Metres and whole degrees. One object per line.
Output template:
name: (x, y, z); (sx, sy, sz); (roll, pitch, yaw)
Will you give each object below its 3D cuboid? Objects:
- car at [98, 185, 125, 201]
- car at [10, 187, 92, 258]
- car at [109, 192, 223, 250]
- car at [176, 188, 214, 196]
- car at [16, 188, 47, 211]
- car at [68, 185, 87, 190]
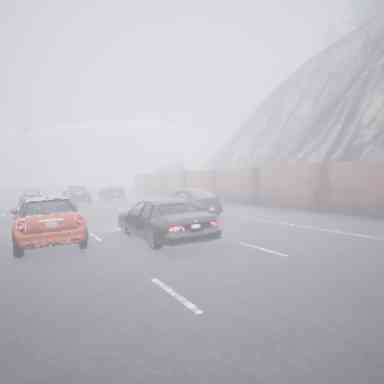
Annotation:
car: (-8.009, 0.010, 32.764); (1.882, 1.535, 5.008); (-4, 4, -25)
car: (-5.069, 0.923, 11.576); (2.097, 1.767, 4.553); (-4, 3, -27)
car: (-1.052, 0.931, 11.445); (2.033, 1.411, 5.357); (-4, 4, -27)
car: (-0.154, 0.537, 17.295); (1.812, 1.442, 4.674); (-4, 4, -27)
car: (-13.544, 0.554, 28.151); (2.128, 1.511, 4.902); (-4, 4, -25)
car: (-10.279, 0.183, 29.394); (2.097, 1.767, 4.553); (-4, 3, -26)
